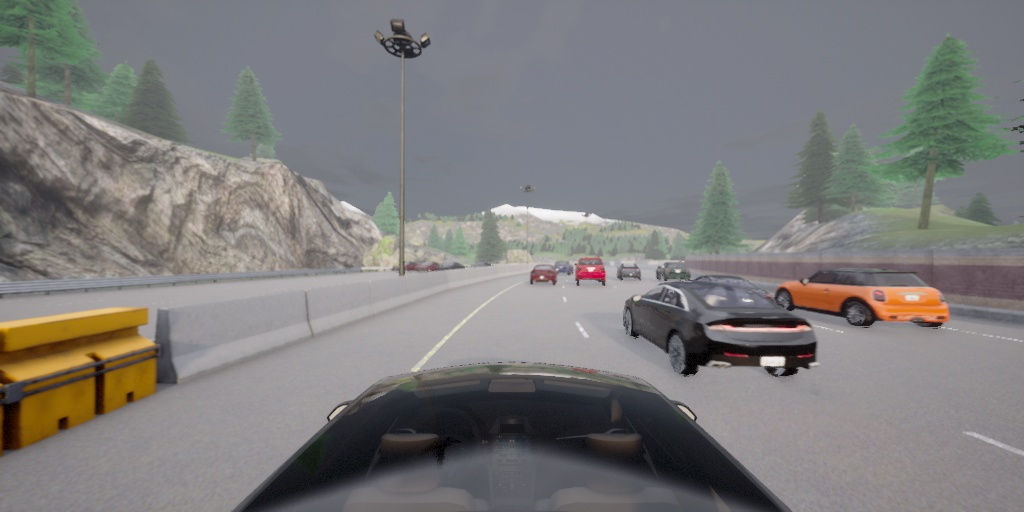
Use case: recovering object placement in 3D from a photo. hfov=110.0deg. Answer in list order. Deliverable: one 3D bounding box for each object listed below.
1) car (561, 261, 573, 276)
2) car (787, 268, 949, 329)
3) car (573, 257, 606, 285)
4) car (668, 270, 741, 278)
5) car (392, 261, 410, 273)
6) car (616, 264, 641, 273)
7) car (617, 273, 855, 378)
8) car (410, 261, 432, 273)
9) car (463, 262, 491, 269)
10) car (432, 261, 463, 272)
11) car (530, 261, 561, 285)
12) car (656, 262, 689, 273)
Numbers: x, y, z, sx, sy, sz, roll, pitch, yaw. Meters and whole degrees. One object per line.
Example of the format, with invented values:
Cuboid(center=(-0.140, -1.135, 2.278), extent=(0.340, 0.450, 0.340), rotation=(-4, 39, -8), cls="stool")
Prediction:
Cuboid(center=(6.142, 1.349, 42.694), extent=(2.097, 1.767, 4.553), rotation=(0, 0, 16), cls="car")
Cuboid(center=(11.046, 1.186, 11.891), extent=(2.097, 1.767, 4.553), rotation=(0, 0, 4), cls="car")
Cuboid(center=(6.093, 1.135, 28.009), extent=(2.150, 2.045, 5.566), rotation=(0, 0, 11), cls="car")
Cuboid(center=(7.643, 1.399, 13.332), extent=(1.994, 1.385, 4.181), rotation=(0, 0, 5), cls="car")
Cuboid(center=(-14.239, 1.456, 48.546), extent=(1.882, 1.535, 5.008), rotation=(0, -1, 17), cls="car")
Cuboid(center=(10.915, 1.448, 33.618), extent=(2.128, 1.511, 4.902), rotation=(0, 0, 13), cls="car")
Cuboid(center=(3.767, 1.284, 7.482), extent=(2.128, 1.511, 4.902), rotation=(0, 0, 2), cls="car")
Cuboid(center=(-10.922, 1.458, 47.429), extent=(1.882, 1.535, 5.008), rotation=(0, -1, 17), cls="car")
Cuboid(center=(-4.059, 1.496, 45.963), extent=(1.837, 1.490, 4.892), rotation=(0, -1, 17), cls="car")
Cuboid(center=(-7.821, 1.455, 45.562), extent=(1.882, 1.535, 5.008), rotation=(0, -1, 16), cls="car")
Cuboid(center=(2.575, 1.383, 28.027), extent=(1.882, 1.535, 5.008), rotation=(0, 0, 10), cls="car")
Cuboid(center=(13.966, 1.305, 31.249), extent=(2.097, 1.767, 4.553), rotation=(0, 0, 12), cls="car")
